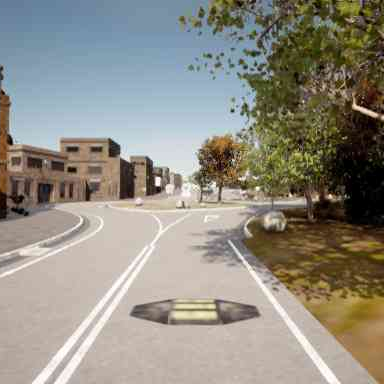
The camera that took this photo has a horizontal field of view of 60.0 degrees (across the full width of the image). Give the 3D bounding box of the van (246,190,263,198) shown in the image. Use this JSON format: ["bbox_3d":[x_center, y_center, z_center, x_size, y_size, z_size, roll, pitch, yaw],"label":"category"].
[{"bbox_3d":[18.149,0.826,92.629,4.442,1.987,1.878,0,1,1],"label":"van"}]
